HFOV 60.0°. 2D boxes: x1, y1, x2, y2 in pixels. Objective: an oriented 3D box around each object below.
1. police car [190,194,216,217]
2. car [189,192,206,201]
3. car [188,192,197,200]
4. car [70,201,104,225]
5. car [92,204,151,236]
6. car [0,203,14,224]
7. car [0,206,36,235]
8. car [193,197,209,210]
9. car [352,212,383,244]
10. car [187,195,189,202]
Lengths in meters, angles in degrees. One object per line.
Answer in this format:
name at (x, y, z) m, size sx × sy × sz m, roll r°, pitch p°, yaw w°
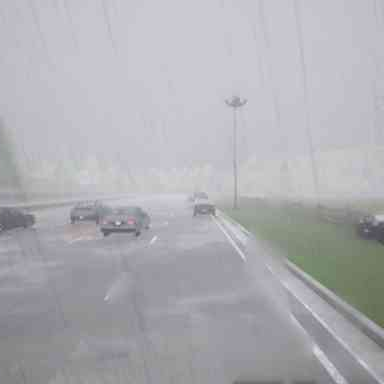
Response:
police car at (1.053, 1.283, 29.876) m, size 1.930 × 1.638 × 5.238 m, roll 0°, pitch 0°, yaw 0°
car at (1.055, 1.006, 45.795) m, size 2.150 × 2.045 × 5.566 m, roll 0°, pitch 0°, yaw 0°
car at (0.010, 0.868, 80.106) m, size 2.097 × 1.767 × 4.553 m, roll 0°, pitch 0°, yaw 0°
car at (-6.898, 1.381, 23.197) m, size 2.128 × 1.511 × 4.902 m, roll 0°, pitch 0°, yaw 0°
car at (-3.398, 1.462, 17.750) m, size 2.033 × 1.411 × 5.357 m, roll 0°, pitch 0°, yaw 0°
car at (-13.898, 1.496, 21.874) m, size 1.895 × 1.301 × 4.718 m, roll 0°, pitch 0°, yaw 0°
car at (-10.398, 1.462, 17.762) m, size 2.033 × 1.411 × 5.357 m, roll 0°, pitch 0°, yaw 0°
car at (1.055, 1.337, 39.767) m, size 1.812 × 1.442 × 4.674 m, roll 0°, pitch 0°, yaw 0°
car at (8.923, 1.147, 13.769) m, size 3.866 × 1.878 × 1.905 m, roll 0°, pitch 0°, yaw 0°
car at (0.010, 1.304, 65.303) m, size 1.895 × 1.301 × 4.718 m, roll 0°, pitch 0°, yaw 0°
